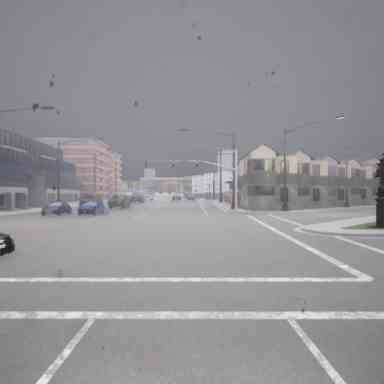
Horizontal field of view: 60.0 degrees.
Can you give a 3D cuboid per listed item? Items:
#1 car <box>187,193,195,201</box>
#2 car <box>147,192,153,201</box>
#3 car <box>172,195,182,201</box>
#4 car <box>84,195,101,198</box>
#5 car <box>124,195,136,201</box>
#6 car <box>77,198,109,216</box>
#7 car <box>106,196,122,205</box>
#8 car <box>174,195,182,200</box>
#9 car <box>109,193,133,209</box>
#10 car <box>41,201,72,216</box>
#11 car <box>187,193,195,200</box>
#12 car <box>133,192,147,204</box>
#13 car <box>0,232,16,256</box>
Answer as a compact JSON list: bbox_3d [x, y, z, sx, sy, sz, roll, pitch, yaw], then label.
[{"bbox_3d":[-0.233,1.468,78.810,1.895,1.301,4.718,0,-1,0],"label":"car"},{"bbox_3d":[-10.738,1.104,80.642,2.150,2.045,5.566,0,0,0],"label":"car"},{"bbox_3d":[-3.731,1.392,78.354,2.128,1.511,4.902,0,-1,0],"label":"car"},{"bbox_3d":[-14.233,1.440,46.962,2.150,2.045,5.566,0,0,0],"label":"car"},{"bbox_3d":[-14.226,1.420,76.418,1.994,1.385,4.181,0,0,0],"label":"car"},{"bbox_3d":[-10.707,1.692,35.620,1.882,1.535,5.008,0,0,0],"label":"car"},{"bbox_3d":[-14.239,1.554,60.937,1.812,1.442,4.674,0,1,0],"label":"car"},{"bbox_3d":[-3.762,1.433,88.813,1.895,1.301,4.718,0,-2,0],"label":"car"},{"bbox_3d":[-10.721,1.423,49.196,2.150,2.045,5.566,0,1,1],"label":"car"},{"bbox_3d":[-14.208,1.738,35.181,1.812,1.442,4.674,0,0,0],"label":"car"},{"bbox_3d":[-0.262,1.193,88.770,2.097,1.767,4.553,0,-2,0],"label":"car"},{"bbox_3d":[-10.720,1.177,64.795,2.150,2.045,5.566,0,1,0],"label":"car"},{"bbox_3d":[-8.239,1.612,11.037,4.181,1.385,1.994,0,0,0],"label":"car"}]
